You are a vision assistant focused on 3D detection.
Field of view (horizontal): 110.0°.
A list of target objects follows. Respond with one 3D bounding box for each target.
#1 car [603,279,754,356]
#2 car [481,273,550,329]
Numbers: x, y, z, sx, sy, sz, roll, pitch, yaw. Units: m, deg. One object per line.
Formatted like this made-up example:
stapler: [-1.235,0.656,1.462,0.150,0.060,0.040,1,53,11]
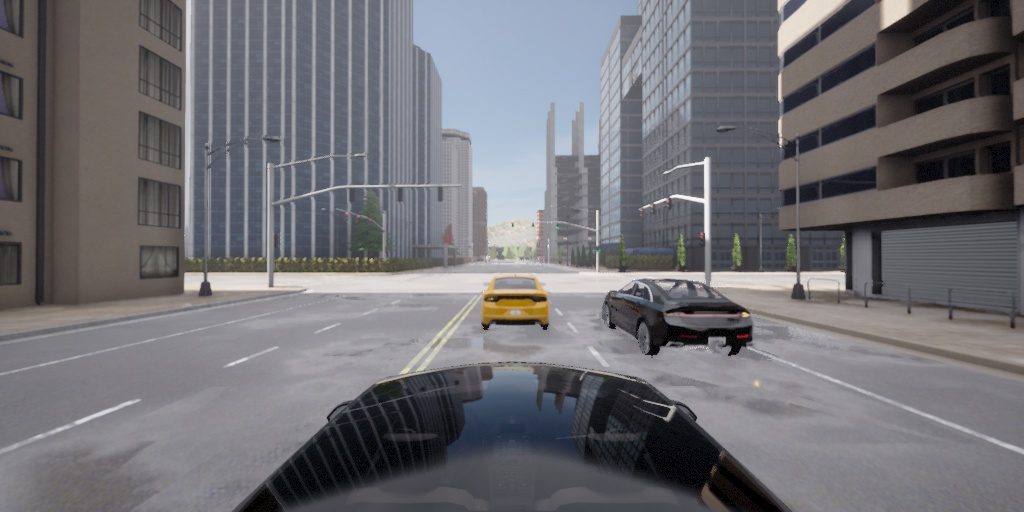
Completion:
car: [3.591,1.289,8.707,2.128,1.511,4.902,0,0,0]
car: [0.090,1.296,11.633,1.882,1.535,5.008,0,0,0]
